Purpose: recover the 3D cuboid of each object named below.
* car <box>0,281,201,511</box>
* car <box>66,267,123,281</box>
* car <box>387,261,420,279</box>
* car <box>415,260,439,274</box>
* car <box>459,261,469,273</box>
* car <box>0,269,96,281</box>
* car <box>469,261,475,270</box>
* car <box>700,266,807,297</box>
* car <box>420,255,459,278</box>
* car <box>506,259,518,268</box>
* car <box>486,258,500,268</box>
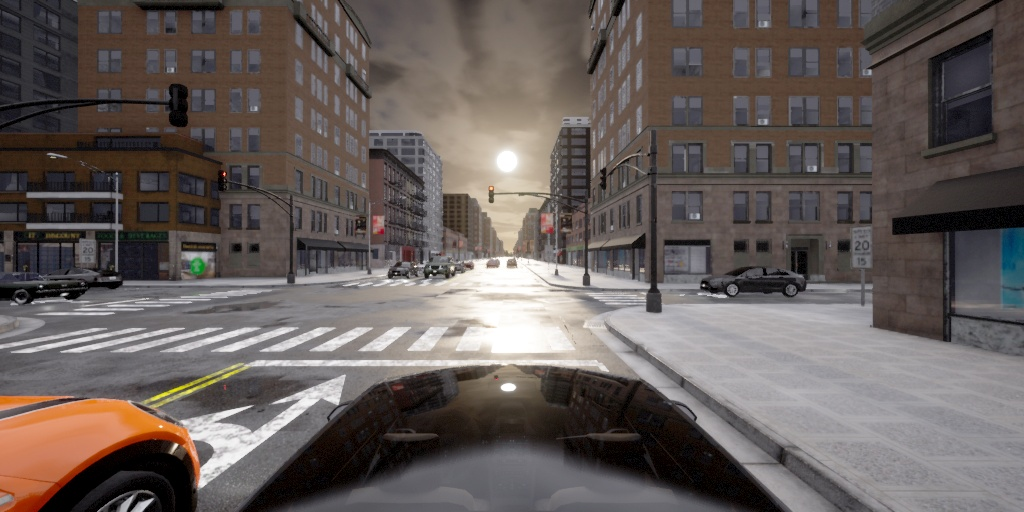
[{"bbox_3d":[-3.237,1.102,0.601,2.097,1.767,4.553,0,0,0],"label":"car"},{"bbox_3d":[-25.411,1.330,20.955,4.313,1.339,1.948,0,0,0],"label":"car"},{"bbox_3d":[-9.906,1.253,33.046,1.837,1.490,4.892,0,0,0],"label":"car"},{"bbox_3d":[-9.925,1.272,42.195,1.812,1.442,4.674,0,0,0],"label":"car"},{"bbox_3d":[-6.681,1.310,43.020,1.994,1.385,4.181,0,0,0],"label":"car"},{"bbox_3d":[-21.516,1.345,15.462,4.718,1.301,1.895,0,0,0],"label":"car"},{"bbox_3d":[-6.693,1.344,53.150,1.895,1.301,4.718,0,0,0],"label":"car"},{"bbox_3d":[12.424,1.294,18.639,4.892,1.490,1.837,0,0,1],"label":"car"},{"bbox_3d":[-6.652,0.970,33.600,2.150,2.045,5.566,0,0,0],"label":"car"},{"bbox_3d":[-0.021,1.245,63.086,1.837,1.490,4.892,0,0,0],"label":"car"},{"bbox_3d":[-3.369,1.304,61.948,1.994,1.385,4.181,0,0,0],"label":"car"}]
